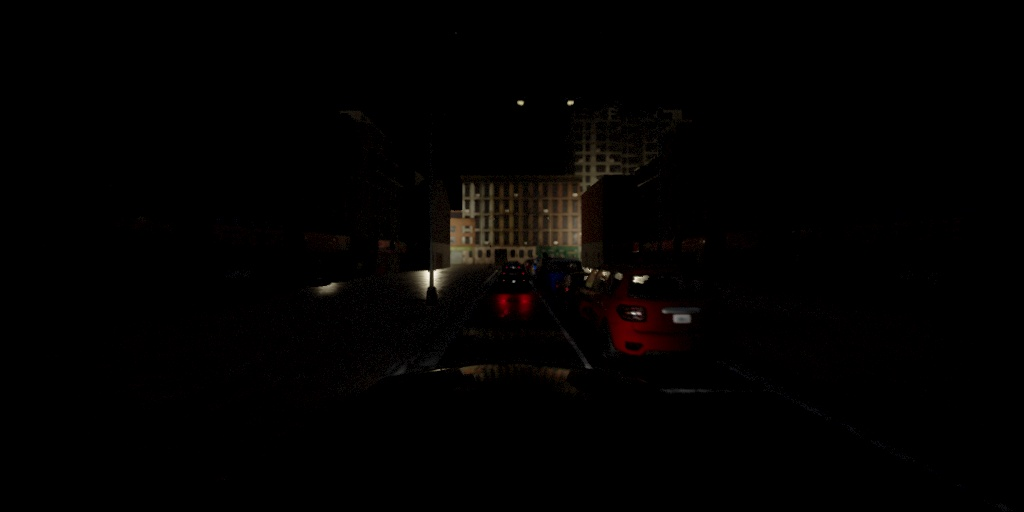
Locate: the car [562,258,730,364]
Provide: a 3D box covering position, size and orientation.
[{"bbox_3d":[2.639,1.048,7.951,2.192,1.841,5.009,0,0,0],"label":"car"}]

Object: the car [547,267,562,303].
[{"bbox_3d":[2.639,1.269,13.426,2.007,1.370,4.403,0,0,0],"label":"car"}]

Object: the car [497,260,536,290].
[{"bbox_3d":[0.099,1.187,22.170,2.128,1.511,4.902,0,0,0],"label":"car"}]

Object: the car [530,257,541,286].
[{"bbox_3d":[2.639,1.002,24.377,2.192,1.841,5.009,0,0,0],"label":"car"}]

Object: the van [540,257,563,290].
[{"bbox_3d":[2.639,1.044,18.901,1.690,1.789,3.998,0,0,0],"label":"van"}]
